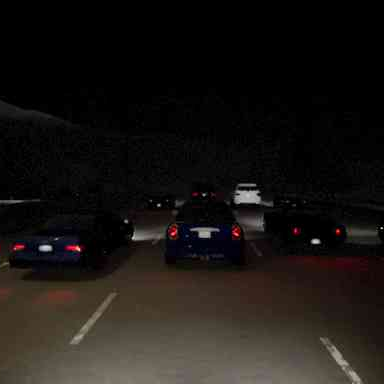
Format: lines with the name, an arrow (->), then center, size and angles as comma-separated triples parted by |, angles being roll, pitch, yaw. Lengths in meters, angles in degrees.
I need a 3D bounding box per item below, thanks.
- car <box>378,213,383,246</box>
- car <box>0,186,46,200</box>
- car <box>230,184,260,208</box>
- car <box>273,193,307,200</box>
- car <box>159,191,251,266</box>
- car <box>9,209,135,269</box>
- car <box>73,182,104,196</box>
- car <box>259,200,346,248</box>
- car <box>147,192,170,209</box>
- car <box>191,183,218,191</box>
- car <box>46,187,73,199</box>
car -> 7.351, 0.949, 8.992 | 2.150, 2.045, 5.566 | 0, 2, 2
car -> -19.808, 0.164, 39.257 | 2.033, 1.411, 5.357 | 0, 2, 1
car -> 4.585, 0.266, 29.196 | 2.150, 2.045, 5.566 | 0, 2, 2
car -> 8.025, 0.708, 27.681 | 1.895, 1.301, 4.718 | 0, 2, 2
car -> 0.403, 1.004, 10.390 | 2.097, 1.767, 4.553 | 0, 2, 2
car -> -3.123, 1.204, 9.839 | 2.033, 1.411, 5.357 | 0, 2, 2
car -> -12.795, -0.240, 42.437 | 2.150, 2.045, 5.566 | 0, 2, 0
car -> 3.997, 1.190, 12.698 | 1.895, 1.301, 4.718 | 0, 2, 2
car -> -2.469, 0.656, 28.048 | 1.895, 1.301, 4.718 | 0, 2, 2
car -> 1.100, 0.238, 29.638 | 2.150, 2.045, 5.566 | 0, 2, 2
car -> -16.290, 0.109, 41.313 | 2.033, 1.411, 5.357 | 0, 2, 1
